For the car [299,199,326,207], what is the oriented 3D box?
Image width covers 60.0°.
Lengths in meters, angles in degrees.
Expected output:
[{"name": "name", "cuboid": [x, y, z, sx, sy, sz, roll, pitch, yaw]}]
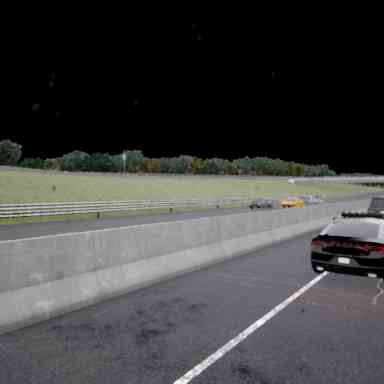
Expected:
[{"name": "car", "cuboid": [14.825, 1.564, 39.931, 1.812, 1.442, 4.674, 0, 0, 35]}]

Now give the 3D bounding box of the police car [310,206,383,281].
[{"name": "police car", "cuboid": [5.118, 1.425, 9.988, 1.930, 1.638, 5.238, 0, 0, 36]}]

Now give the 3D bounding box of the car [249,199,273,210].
[{"name": "car", "cuboid": [9.129, 1.602, 43.999, 1.994, 1.385, 4.181, 0, 0, 35]}]

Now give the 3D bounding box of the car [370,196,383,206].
[{"name": "car", "cuboid": [10.918, 1.229, 18.047, 2.150, 2.045, 5.566, 0, 0, 36]}]

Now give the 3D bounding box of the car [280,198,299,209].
[{"name": "car", "cuboid": [13.191, 1.520, 43.668, 1.882, 1.535, 5.008, 0, 0, 35]}]
